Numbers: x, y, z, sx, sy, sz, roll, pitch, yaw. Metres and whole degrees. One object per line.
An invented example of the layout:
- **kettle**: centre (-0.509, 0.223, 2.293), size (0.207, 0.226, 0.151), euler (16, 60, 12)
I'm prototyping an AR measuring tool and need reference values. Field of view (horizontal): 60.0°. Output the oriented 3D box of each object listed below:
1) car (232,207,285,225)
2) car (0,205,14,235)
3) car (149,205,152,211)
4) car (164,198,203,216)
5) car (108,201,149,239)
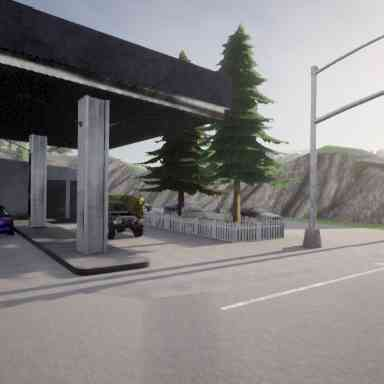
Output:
- **car**: centre (4.752, 1.819, 24.538), size (1.994, 1.385, 4.181), euler (1, 0, -35)
- **car**: centre (-11.400, 1.524, 18.656), size (2.242, 1.667, 4.611), euler (1, 0, -35)
- **car**: centre (-6.918, 1.667, 41.451), size (2.033, 1.411, 5.357), euler (1, 0, -35)
- **car**: centre (-0.884, 1.542, 32.706), size (2.097, 1.767, 4.553), euler (1, 0, -35)
- **car**: centre (-4.272, 1.448, 18.380), size (1.905, 1.878, 3.866), euler (1, 0, -35)
